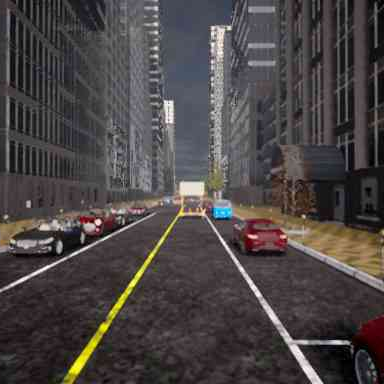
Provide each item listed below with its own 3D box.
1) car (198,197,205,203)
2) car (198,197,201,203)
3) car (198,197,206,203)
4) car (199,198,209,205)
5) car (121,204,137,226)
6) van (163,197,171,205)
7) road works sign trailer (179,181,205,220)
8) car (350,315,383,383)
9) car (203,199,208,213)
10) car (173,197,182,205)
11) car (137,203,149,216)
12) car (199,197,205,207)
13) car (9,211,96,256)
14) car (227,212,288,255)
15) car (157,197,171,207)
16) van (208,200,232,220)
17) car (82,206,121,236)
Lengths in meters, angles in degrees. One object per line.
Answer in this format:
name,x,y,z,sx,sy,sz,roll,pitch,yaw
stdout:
car,2.686,2.201,93.291,1.967,1.590,4.097,0,0,0
car,2.687,2.153,70.521,2.008,1.369,4.403,0,0,0
car,2.686,2.163,87.599,1.967,1.590,4.097,0,0,0
car,2.686,2.195,76.214,2.008,1.369,4.403,0,0,0
car,-5.692,1.776,24.986,2.008,1.369,4.403,0,0,0
van,-5.694,1.985,76.219,1.690,1.788,3.998,0,0,0
road works sign trailer,-0.002,0.746,31.704,2.380,3.560,2.880,0,0,0
car,2.689,1.605,2.212,1.802,1.307,4.206,0,-1,0
car,2.688,1.950,42.059,1.802,1.307,4.206,0,0,0
car,-3.003,1.963,71.711,2.097,1.767,4.553,0,0,0
car,-5.693,1.903,36.370,1.802,1.307,4.206,0,0,0
car,2.687,2.093,59.137,1.802,1.307,4.206,0,0,0
car,-5.692,1.679,13.601,2.008,1.369,4.403,0,-1,0
car,2.689,1.710,13.600,1.802,1.307,4.206,0,0,0
car,-5.694,2.109,64.832,2.008,1.369,4.403,0,0,0
van,2.688,1.614,30.678,1.690,1.788,3.998,0,0,0
car,-5.692,1.618,19.295,1.967,1.590,4.097,0,0,0
